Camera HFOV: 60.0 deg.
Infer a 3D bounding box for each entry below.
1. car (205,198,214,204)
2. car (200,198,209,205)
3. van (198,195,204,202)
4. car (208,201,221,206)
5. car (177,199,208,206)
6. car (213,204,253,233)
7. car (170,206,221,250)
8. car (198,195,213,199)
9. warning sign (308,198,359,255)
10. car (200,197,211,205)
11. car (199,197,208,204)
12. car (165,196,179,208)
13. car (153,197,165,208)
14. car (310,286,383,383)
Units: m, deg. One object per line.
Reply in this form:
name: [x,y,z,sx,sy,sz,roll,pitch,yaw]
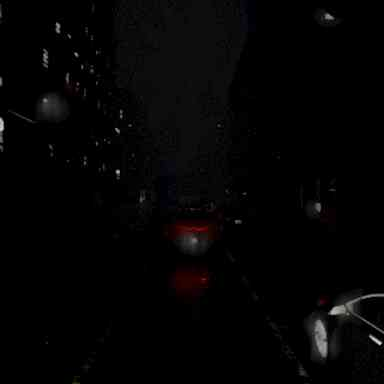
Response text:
car: [2.526,1.734,37.102,2.008,1.369,4.403,-1,0,0]
car: [2.562,1.944,71.087,1.802,1.307,4.206,-1,0,0]
van: [2.560,1.825,93.745,1.690,1.788,3.998,-1,0,0]
car: [2.525,1.671,25.773,1.887,1.381,4.507,-1,0,0]
car: [0.073,1.638,29.782,2.128,1.511,4.902,0,0,0]
car: [2.525,1.664,20.108,1.947,1.339,4.313,-1,0,0]
car: [0.072,1.577,14.729,1.837,1.490,4.892,0,0,0]
car: [2.546,1.586,54.096,2.192,1.841,5.009,-1,0,0]
warning sign: [4.955,1.172,11.721,1.300,1.860,1.060,1,0,0]
car: [2.564,1.771,65.423,1.967,1.590,4.097,-1,0,0]
car: [2.562,1.937,76.751,1.887,1.381,4.507,-1,0,0]
car: [-2.818,1.832,53.504,1.994,1.385,4.181,0,0,0]
car: [-5.321,1.712,54.329,1.967,1.590,4.097,-1,0,0]
car: [2.524,1.566,3.115,2.008,1.369,4.403,-1,0,0]
